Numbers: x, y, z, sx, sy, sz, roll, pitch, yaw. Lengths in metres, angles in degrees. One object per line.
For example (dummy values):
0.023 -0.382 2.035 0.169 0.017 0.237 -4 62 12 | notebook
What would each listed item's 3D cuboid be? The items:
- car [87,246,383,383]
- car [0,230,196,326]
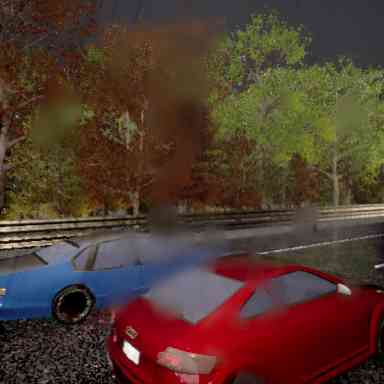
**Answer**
1.023 1.563 4.483 4.181 1.385 1.994 0 0 -35 | car
-1.400 1.547 7.066 5.357 1.411 2.033 0 0 -35 | car
